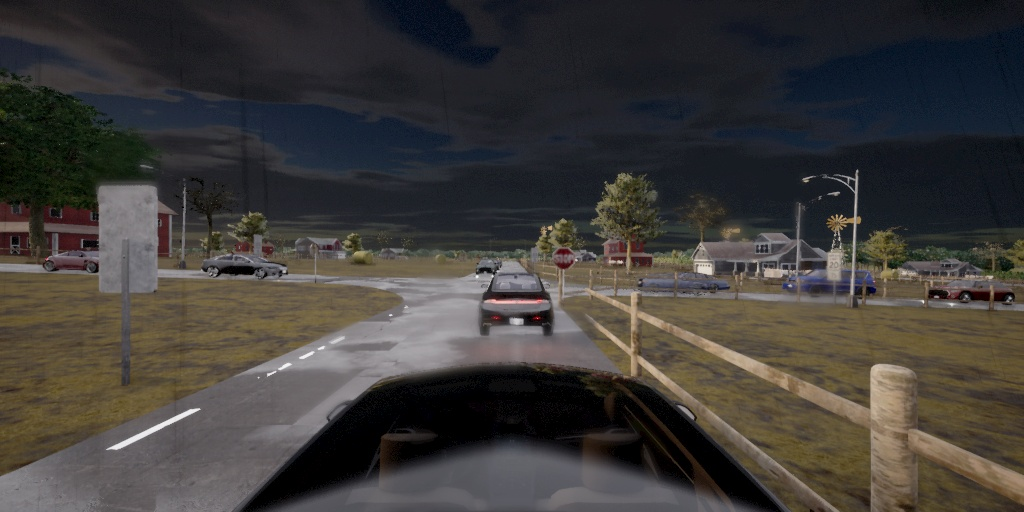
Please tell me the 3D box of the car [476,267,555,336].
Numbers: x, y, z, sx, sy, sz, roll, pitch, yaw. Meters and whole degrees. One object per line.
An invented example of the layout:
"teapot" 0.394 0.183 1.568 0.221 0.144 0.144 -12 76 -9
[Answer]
"car" 0.111 1.246 10.383 2.128 1.511 4.902 0 0 0

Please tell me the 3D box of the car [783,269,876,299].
"car" 22.971 1.940 26.007 5.566 2.045 2.150 2 0 0

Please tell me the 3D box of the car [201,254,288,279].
"car" -17.084 0.646 23.068 4.902 1.511 2.128 2 0 0

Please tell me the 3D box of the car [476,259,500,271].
"car" -2.792 1.134 39.687 2.097 1.767 4.553 0 0 0

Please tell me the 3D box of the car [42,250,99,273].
"car" -27.149 0.345 23.073 4.181 1.385 1.994 2 0 0

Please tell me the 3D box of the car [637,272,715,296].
"car" 10.312 1.777 23.216 4.181 1.385 1.994 2 0 3

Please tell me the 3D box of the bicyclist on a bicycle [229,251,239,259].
"bicyclist on a bicycle" -22.577 0.419 29.056 0.582 1.620 1.656 2 0 0

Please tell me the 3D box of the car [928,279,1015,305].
"car" 33.060 2.483 25.996 4.553 1.767 2.097 2 0 0

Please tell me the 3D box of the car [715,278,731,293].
"car" 12.783 1.860 25.972 5.357 1.411 2.033 2 0 -1

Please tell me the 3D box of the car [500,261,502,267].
"car" -2.761 1.297 50.808 1.837 1.490 4.892 0 0 0
